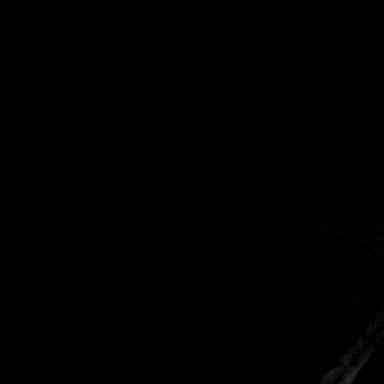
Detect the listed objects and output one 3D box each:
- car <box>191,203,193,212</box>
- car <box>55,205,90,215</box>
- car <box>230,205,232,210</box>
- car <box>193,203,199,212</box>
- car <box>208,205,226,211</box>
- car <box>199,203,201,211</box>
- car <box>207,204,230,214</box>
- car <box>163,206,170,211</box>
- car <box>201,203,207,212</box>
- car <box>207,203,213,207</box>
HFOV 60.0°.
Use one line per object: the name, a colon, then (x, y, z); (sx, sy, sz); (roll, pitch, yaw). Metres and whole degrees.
car: (-3.243, 3.140, 70.637); (5.566, 2.045, 2.435); (1, -2, 4)
car: (-15.960, 2.327, 43.861); (4.902, 1.511, 2.128); (0, -2, -2)
car: (8.229, 4.494, 94.791); (5.008, 1.535, 2.097); (1, -1, 6)
car: (-1.957, 3.292, 73.345); (5.566, 2.045, 2.435); (1, -3, 4)
car: (6.903, 4.411, 92.136); (4.892, 1.521, 2.231); (1, -2, 6)
car: (-0.783, 3.567, 76.037); (4.553, 1.767, 2.185); (1, -3, 5)
car: (4.595, 3.249, 57.103); (1.895, 1.301, 4.718); (1, -2, 19)
car: (-4.434, 3.242, 67.916); (4.892, 1.521, 2.231); (1, -2, 4)
car: (0.305, 3.830, 78.728); (5.366, 1.575, 1.946); (1, -2, 5)
car: (1.788, 3.721, 81.426); (5.566, 2.045, 2.435); (1, -3, 5)
